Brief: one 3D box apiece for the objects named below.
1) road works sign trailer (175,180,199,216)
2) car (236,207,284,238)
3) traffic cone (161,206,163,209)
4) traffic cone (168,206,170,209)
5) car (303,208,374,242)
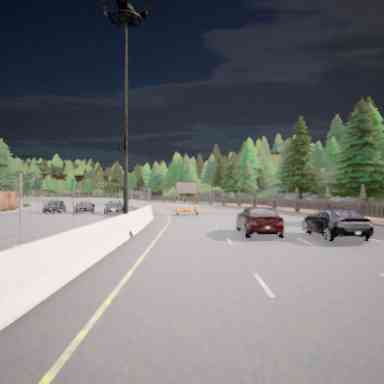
[{"bbox_3d":[-0.580,0.604,34.487,2.380,3.560,2.880,0,0,-10],"label":"road works sign trailer"},{"bbox_3d":[3.604,1.551,18.275,1.882,1.535,5.008,0,0,0],"label":"car"},{"bbox_3d":[-4.224,2.146,47.051,0.340,0.580,0.340,0,0,-10],"label":"traffic cone"},{"bbox_3d":[-3.238,2.146,47.217,0.340,0.580,0.340,0,0,-10],"label":"traffic cone"},{"bbox_3d":[7.106,1.558,16.655,2.128,1.511,4.902,0,0,0],"label":"car"}]
